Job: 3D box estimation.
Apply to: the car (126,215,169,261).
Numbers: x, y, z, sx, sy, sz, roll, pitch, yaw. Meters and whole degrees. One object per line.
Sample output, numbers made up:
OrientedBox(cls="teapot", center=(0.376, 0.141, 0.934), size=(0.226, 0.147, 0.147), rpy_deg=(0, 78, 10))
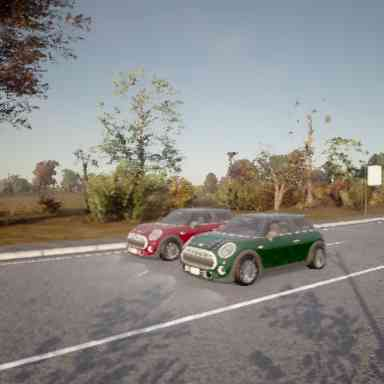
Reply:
OrientedBox(cls="car", center=(-0.149, 1.416, 12.580), size=(4.553, 1.767, 2.097), rpy_deg=(1, 0, -36))

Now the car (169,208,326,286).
OrientedBox(cls="car", center=(1.879, 1.415, 9.726), size=(4.553, 1.767, 2.097), rpy_deg=(1, 0, -37))
